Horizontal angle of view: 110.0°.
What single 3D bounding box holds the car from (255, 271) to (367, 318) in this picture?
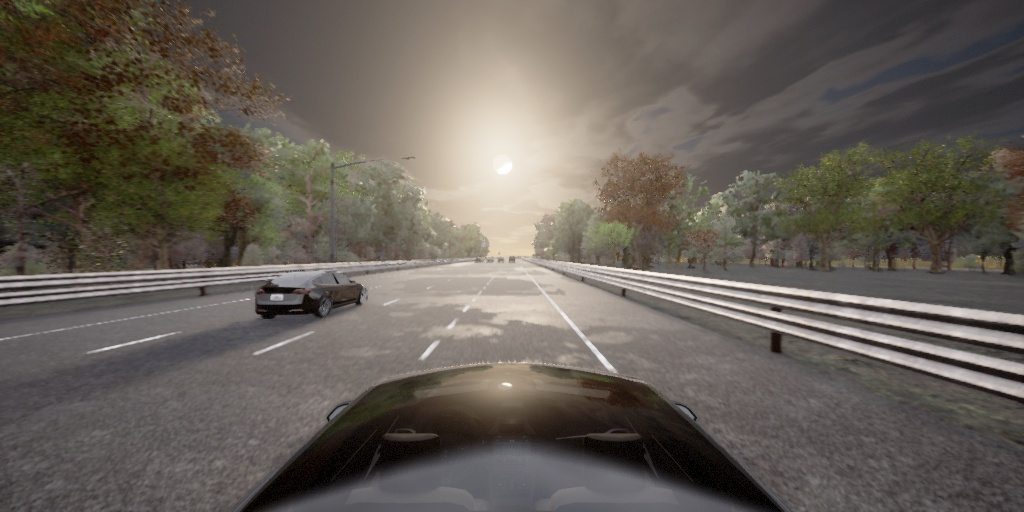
[{"bbox_3d":[-6.993,1.275,13.012,2.163,1.488,4.792,0,0,0],"label":"car"}]
